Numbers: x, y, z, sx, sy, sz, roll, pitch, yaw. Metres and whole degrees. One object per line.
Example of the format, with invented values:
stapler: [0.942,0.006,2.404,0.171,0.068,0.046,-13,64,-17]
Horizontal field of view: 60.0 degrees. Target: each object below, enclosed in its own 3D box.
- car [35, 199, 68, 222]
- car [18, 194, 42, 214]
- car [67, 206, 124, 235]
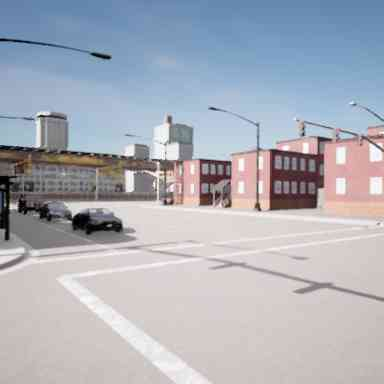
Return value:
car: [-11.372,1.587,27.673,1.812,1.442,4.674,1,0,-35]
car: [-17.429,1.281,36.242,2.150,2.045,5.566,1,0,-35]
car: [-5.572,1.626,19.472,1.994,1.385,4.181,1,0,-35]
